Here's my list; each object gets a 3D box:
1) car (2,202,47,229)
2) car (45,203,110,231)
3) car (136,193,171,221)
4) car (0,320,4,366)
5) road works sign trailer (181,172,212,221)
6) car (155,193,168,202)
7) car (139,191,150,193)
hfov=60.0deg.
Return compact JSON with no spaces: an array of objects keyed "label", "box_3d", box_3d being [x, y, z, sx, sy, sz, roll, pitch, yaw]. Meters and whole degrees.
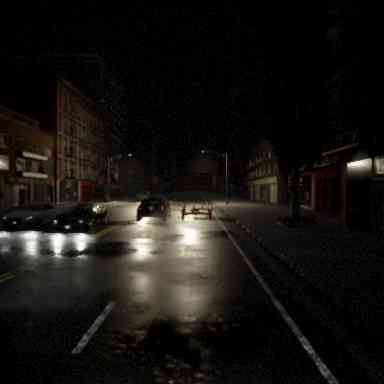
[{"label":"car","box_3d":[-9.576,1.372,20.355,1.812,1.442,4.674,0,0,1]},{"label":"car","box_3d":[-6.339,1.399,19.682,2.033,1.411,5.357,0,0,1]},{"label":"car","box_3d":[-2.796,1.165,25.175,2.097,1.767,4.553,0,0,1]},{"label":"car","box_3d":[-3.113,1.475,1.932,2.128,1.511,4.902,0,0,0]},{"label":"road works sign trailer","box_3d":[0.357,0.277,25.456,2.380,3.560,2.880,0,0,1]},{"label":"car","box_3d":[-5.603,1.028,61.357,1.882,1.535,5.008,0,0,1]},{"label":"car","box_3d":[-8.849,0.771,61.368,2.150,2.045,5.566,0,0,2]}]
